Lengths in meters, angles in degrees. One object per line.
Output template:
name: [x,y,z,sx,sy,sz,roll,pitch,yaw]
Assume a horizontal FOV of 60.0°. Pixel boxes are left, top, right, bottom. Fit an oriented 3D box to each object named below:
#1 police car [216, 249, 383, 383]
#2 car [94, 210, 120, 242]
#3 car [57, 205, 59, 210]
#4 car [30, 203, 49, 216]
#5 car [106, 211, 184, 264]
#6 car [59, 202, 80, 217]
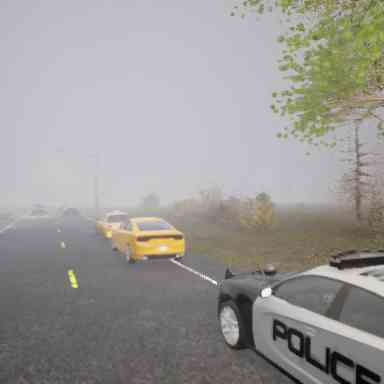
police car: [1.992,1.516,3.986,1.930,1.638,5.238,1,-1,-23]
car: [-4.362,1.804,18.758,1.801,1.575,5.366,1,-1,-23]
car: [-20.348,2.451,53.263,1.837,1.490,4.892,1,-1,-23]
car: [-19.881,2.261,43.322,1.837,1.490,4.892,1,-1,-23]
car: [-1.916,1.727,13.070,1.882,1.535,5.008,1,-1,-23]
car: [-14.676,2.244,40.198,1.812,1.442,4.674,1,-1,-23]
